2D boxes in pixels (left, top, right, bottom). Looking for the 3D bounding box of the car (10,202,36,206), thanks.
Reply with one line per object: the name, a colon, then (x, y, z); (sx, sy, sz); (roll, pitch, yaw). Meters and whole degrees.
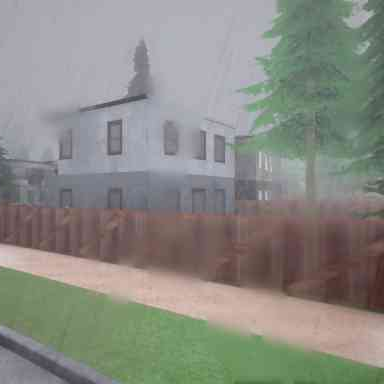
car: (-15.351, 1.585, 29.329); (1.895, 1.301, 4.718); (0, 0, 28)
